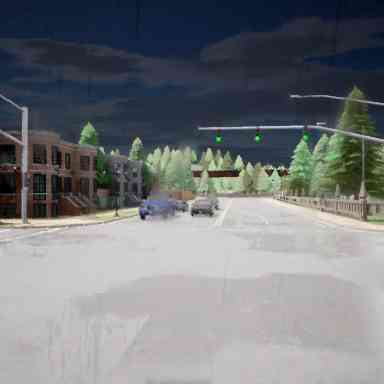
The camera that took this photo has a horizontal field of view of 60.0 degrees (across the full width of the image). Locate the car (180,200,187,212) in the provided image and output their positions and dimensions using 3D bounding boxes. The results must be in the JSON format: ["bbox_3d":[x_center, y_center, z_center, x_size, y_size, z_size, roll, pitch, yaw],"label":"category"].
[{"bbox_3d":[-1.585,1.564,38.124,1.994,1.385,4.181,0,0,8],"label":"car"}]

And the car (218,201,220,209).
[{"bbox_3d":[2.482,1.505,41.855,1.837,1.490,4.892,0,0,8],"label":"car"}]

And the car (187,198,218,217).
[{"bbox_3d":[1.100,1.477,31.779,1.882,1.535,5.008,0,0,8],"label":"car"}]

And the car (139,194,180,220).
[{"bbox_3d":[-2.851,1.221,28.812,2.150,2.045,5.566,0,0,8],"label":"car"}]
